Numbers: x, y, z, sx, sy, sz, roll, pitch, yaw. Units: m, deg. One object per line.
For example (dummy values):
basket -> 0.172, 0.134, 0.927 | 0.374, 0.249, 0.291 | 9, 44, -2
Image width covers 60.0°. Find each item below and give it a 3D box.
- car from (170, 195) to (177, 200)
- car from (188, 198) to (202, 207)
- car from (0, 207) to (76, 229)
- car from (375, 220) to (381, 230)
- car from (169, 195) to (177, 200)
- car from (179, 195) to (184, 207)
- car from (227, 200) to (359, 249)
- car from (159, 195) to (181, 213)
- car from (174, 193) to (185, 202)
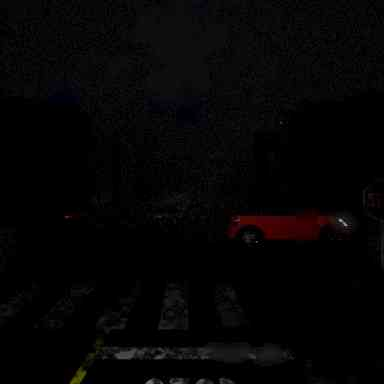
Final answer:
car -> -5.269, 1.493, 94.619 | 1.752, 1.417, 4.829 | 1, 0, 0
car -> 0.405, 1.538, 49.556 | 1.994, 1.385, 4.181 | 0, 0, 0
car -> -10.619, 1.709, 22.244 | 5.357, 1.411, 2.033 | 0, -1, 1
car -> 11.701, 1.152, 16.373 | 4.553, 1.767, 2.097 | -1, -1, -1
car -> -5.228, 1.517, 92.646 | 2.008, 1.369, 4.403 | 1, 0, 0
car -> -2.544, 1.538, 49.974 | 1.994, 1.385, 4.181 | 0, 0, -2
car -> 3.691, 1.178, 13.050 | 4.553, 1.767, 2.097 | -1, -1, -1
car -> -2.545, 1.462, 36.665 | 1.882, 1.535, 5.008 | 0, 0, 0
car -> -2.456, 1.495, 66.344 | 1.812, 1.442, 4.674 | 0, 0, 0
